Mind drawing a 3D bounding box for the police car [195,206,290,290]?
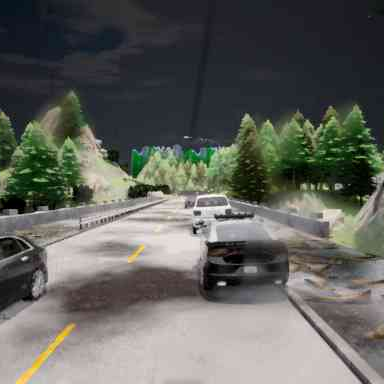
[{"bbox_3d":[1.174,1.401,9.267,1.930,1.638,5.238,-2,-1,0],"label":"police car"}]

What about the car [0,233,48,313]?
[{"bbox_3d":[-4.096,1.505,5.521,1.837,1.490,4.892,0,0,0],"label":"car"}]

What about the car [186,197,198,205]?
[{"bbox_3d":[0.056,1.547,58.401,2.033,1.411,5.357,0,0,0],"label":"car"}]

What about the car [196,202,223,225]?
[{"bbox_3d":[1.224,1.526,25.149,1.812,1.442,4.674,0,0,0],"label":"car"}]

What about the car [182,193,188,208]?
[{"bbox_3d":[0.077,1.352,47.002,2.097,1.767,4.553,0,0,1],"label":"car"}]

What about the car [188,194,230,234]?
[{"bbox_3d":[1.088,1.173,19.167,2.150,2.045,5.566,-3,0,1],"label":"car"}]
